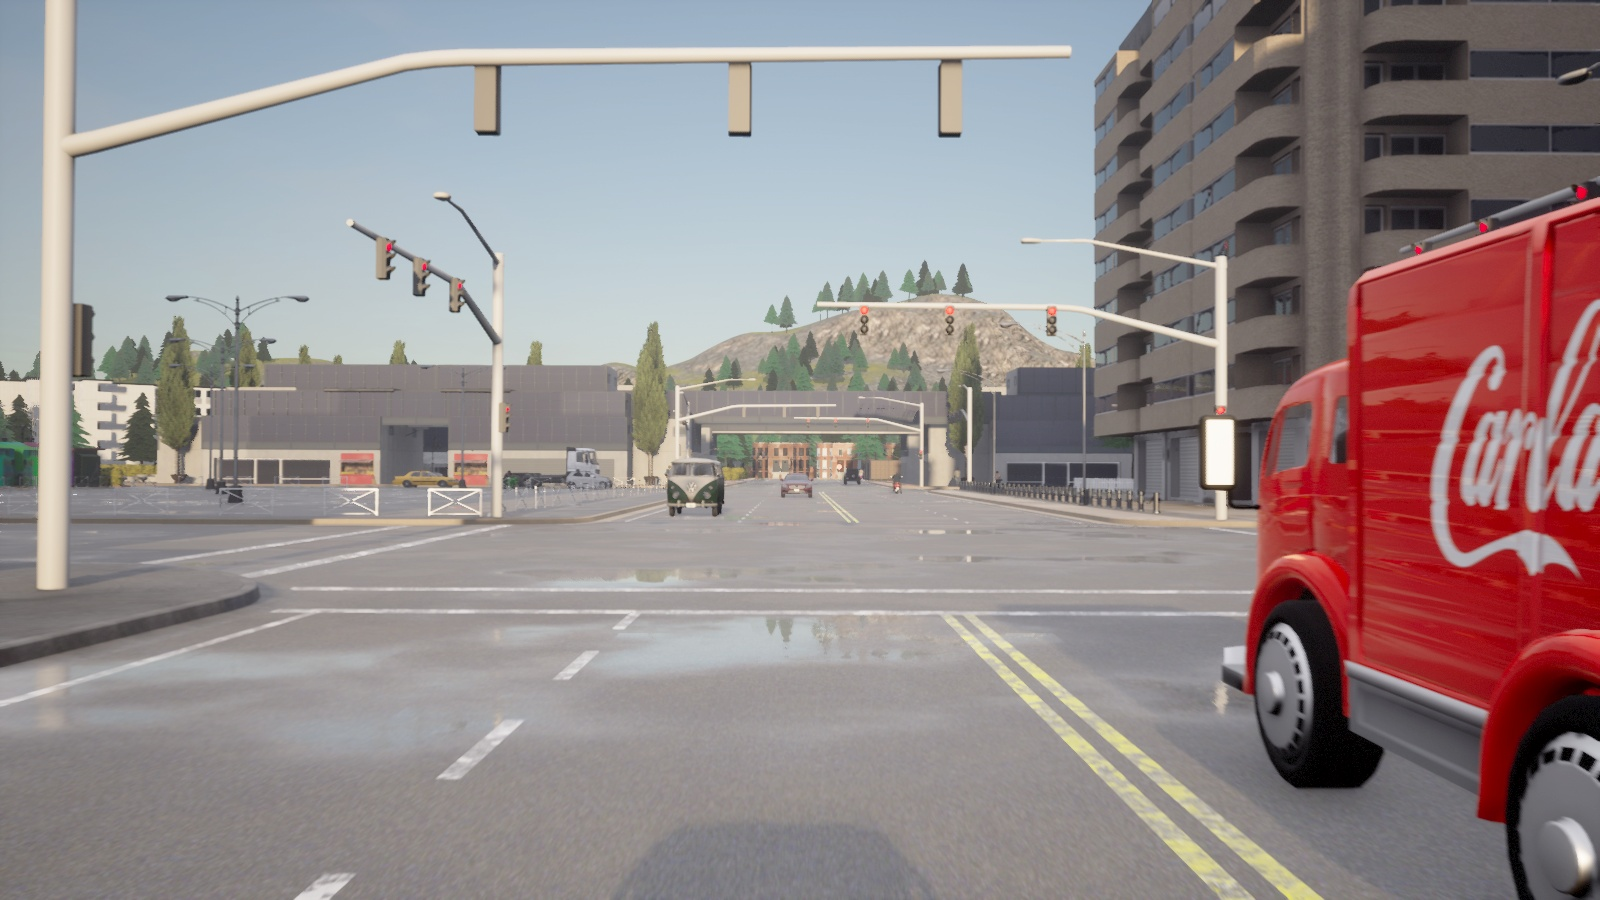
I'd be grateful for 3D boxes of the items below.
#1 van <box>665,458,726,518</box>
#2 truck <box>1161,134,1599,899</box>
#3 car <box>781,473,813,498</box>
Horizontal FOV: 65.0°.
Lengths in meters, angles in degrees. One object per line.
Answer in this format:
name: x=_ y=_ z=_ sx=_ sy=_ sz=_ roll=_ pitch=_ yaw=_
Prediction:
van: x=-3.604 y=1.320 z=44.006 sx=1.775 sy=1.987 sz=4.442 roll=0 pitch=-1 yaw=0
truck: x=3.487 y=0.396 z=4.907 sx=2.627 sy=2.467 sz=5.204 roll=0 pitch=-1 yaw=0
car: x=-0.175 y=2.083 z=74.160 sx=1.812 sy=1.442 sz=4.674 roll=0 pitch=-1 yaw=0
